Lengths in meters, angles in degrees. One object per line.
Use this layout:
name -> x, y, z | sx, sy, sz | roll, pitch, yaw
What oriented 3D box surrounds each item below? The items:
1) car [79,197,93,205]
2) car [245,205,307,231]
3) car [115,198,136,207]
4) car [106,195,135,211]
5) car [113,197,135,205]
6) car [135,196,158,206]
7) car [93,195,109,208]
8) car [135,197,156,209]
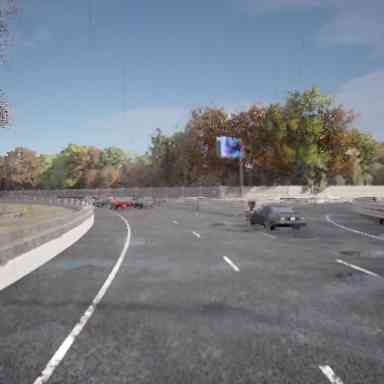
car -> -18.881, 1.666, 59.981 | 2.033, 1.411, 5.357 | 0, 0, -37
car -> 4.972, 1.505, 20.414 | 2.033, 1.411, 5.357 | 0, 0, -11
car -> -10.755, 1.657, 53.569 | 1.895, 1.301, 4.718 | 0, 0, -32
car -> -9.305, 1.528, 42.948 | 1.882, 1.535, 5.008 | 0, 0, -25
car -> -13.108, 1.640, 63.940 | 2.033, 1.411, 5.357 | 0, 0, -37
car -> -7.636, 1.512, 55.159 | 1.882, 1.535, 5.008 | 0, 0, -32
car -> -13.385, 1.581, 51.120 | 1.837, 1.490, 4.892 | 0, 0, -29
car -> -6.604, 1.522, 45.486 | 2.128, 1.511, 4.902 | 0, 0, -25
